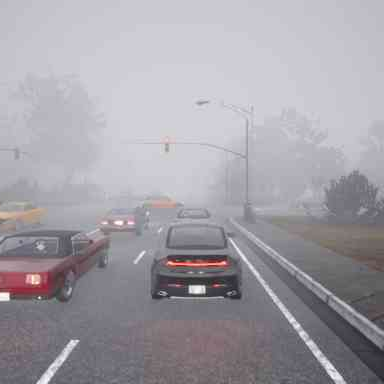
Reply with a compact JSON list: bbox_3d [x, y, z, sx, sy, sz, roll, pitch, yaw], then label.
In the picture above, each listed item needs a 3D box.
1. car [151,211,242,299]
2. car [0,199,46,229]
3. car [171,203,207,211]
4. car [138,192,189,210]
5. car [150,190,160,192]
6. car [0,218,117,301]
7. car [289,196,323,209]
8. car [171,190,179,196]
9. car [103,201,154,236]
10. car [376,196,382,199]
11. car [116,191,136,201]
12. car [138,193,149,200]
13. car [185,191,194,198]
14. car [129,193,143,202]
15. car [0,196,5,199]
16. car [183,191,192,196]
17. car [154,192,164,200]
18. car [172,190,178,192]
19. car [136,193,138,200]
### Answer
[{"bbox_3d":[0.090,1.473,8.343,1.837,1.490,4.892,0,0,0],"label":"car"},{"bbox_3d":[-10.428,1.356,19.704,1.882,1.535,5.008,1,1,-2],"label":"car"},{"bbox_3d":[0.084,1.496,17.656,1.895,1.301,4.718,0,0,0],"label":"car"},{"bbox_3d":[-2.839,1.115,33.716,4.553,1.767,2.097,0,0,-3],"label":"car"},{"bbox_3d":[-7.151,0.730,63.481,2.150,2.045,5.566,0,1,-1],"label":"car"},{"bbox_3d":[-3.411,1.570,8.164,1.895,1.301,4.718,0,0,0],"label":"car"},{"bbox_3d":[13.675,1.216,38.383,4.902,1.511,2.128,0,0,-3],"label":"car"},{"bbox_3d":[-4.882,0.279,94.774,2.097,1.767,4.553,0,1,-7],"label":"car"},{"bbox_3d":[-3.442,1.442,17.753,2.033,1.411,5.357,0,0,-1],"label":"car"},{"bbox_3d":[23.759,0.941,38.969,5.566,2.045,2.150,0,0,-3],"label":"car"},{"bbox_3d":[-10.679,0.818,53.826,2.150,2.045,5.566,0,0,0],"label":"car"},{"bbox_3d":[-10.724,0.987,73.799,1.895,1.301,4.718,0,1,-1],"label":"car"},{"bbox_3d":[-0.651,0.779,85.262,1.994,1.385,4.181,0,1,-4],"label":"car"},{"bbox_3d":[-10.661,0.984,63.713,1.882,1.535,5.008,0,1,0],"label":"car"},{"bbox_3d":[-19.449,1.121,32.902,4.553,1.767,2.097,0,0,-6],"label":"car"},{"bbox_3d":[-1.402,0.460,95.140,2.033,1.411,5.357,0,1,-7],"label":"car"},{"bbox_3d":[-7.220,0.872,73.671,1.882,1.535,5.008,0,1,-1],"label":"car"},{"bbox_3d":[-4.124,0.760,84.726,2.128,1.511,4.902,0,1,-4],"label":"car"},{"bbox_3d":[-7.180,1.149,53.306,2.033,1.411,5.357,0,0,0],"label":"car"}]
